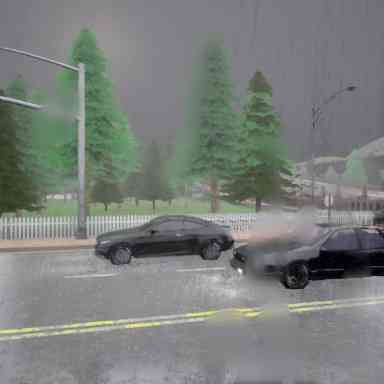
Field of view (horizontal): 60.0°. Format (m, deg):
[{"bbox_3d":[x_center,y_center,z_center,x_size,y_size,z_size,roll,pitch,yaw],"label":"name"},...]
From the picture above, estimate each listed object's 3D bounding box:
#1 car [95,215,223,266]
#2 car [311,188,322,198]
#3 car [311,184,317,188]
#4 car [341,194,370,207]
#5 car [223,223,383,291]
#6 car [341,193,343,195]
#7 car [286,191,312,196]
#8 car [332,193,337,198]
[{"bbox_3d":[-0.851,1.526,11.242,4.674,1.442,1.812,0,0,-14],"label":"car"},{"bbox_3d":[20.311,0.604,56.594,1.882,1.535,5.008,0,5,-15],"label":"car"},{"bbox_3d":[26.223,-1.187,74.961,2.128,1.511,4.902,0,7,-15],"label":"car"},{"bbox_3d":[21.071,1.432,40.742,2.128,1.511,4.902,0,1,-16],"label":"car"},{"bbox_3d":[3.771,1.547,8.793,5.357,1.411,2.033,0,0,-14],"label":"car"},{"bbox_3d":[23.243,1.302,45.972,2.128,1.511,4.902,0,2,-16],"label":"car"},{"bbox_3d":[17.188,0.732,54.738,1.812,1.442,4.674,0,5,-15],"label":"car"},{"bbox_3d":[24.344,0.852,55.130,1.812,1.442,4.674,0,4,-15],"label":"car"}]
